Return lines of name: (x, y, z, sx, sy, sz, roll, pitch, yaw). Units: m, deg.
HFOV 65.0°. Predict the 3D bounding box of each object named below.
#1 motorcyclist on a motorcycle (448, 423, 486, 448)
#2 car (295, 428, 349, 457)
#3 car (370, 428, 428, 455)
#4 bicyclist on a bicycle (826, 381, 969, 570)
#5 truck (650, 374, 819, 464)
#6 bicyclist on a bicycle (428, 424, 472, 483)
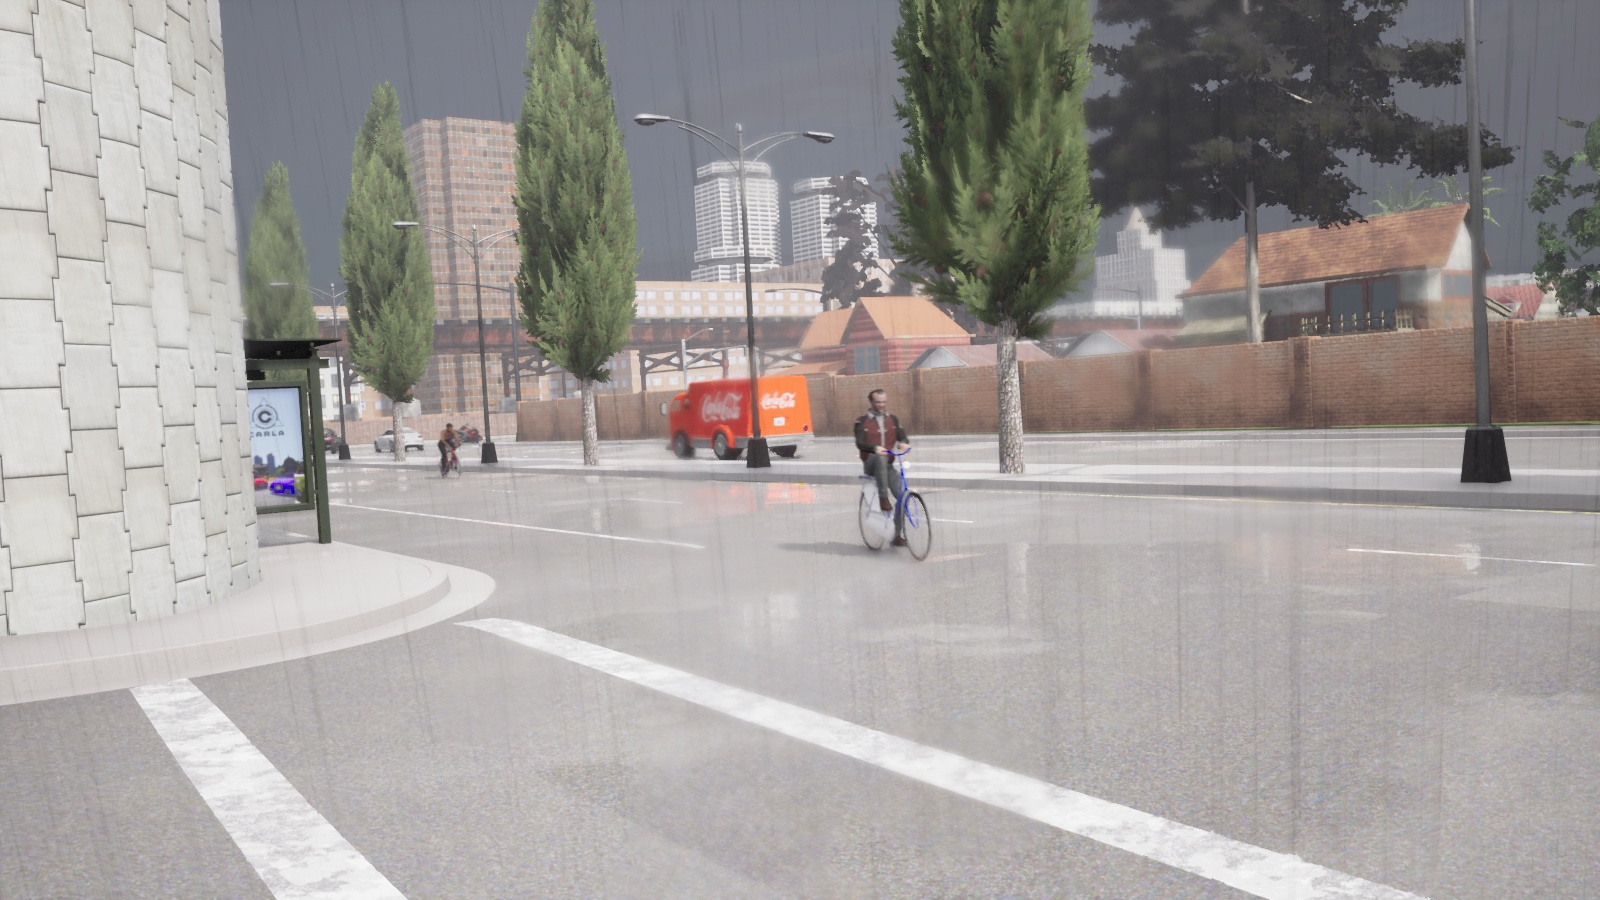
motorcyclist on a motorcycle: (-22.742, -0.985, 85.783, 2.191, 1.530, 0.866, -5, 3, -37)
car: (-30.775, -0.513, 80.969, 2.242, 1.667, 4.611, -4, 2, -9)
car: (-23.983, -0.507, 75.015, 1.812, 1.442, 4.674, -5, 3, -36)
bicyclist on a bicycle: (0.967, 0.236, 12.988, 0.659, 1.776, 1.843, -5, 2, -20)
truck: (-2.096, -0.922, 38.606, 2.627, 2.467, 5.204, -5, 3, -36)
bicyclist on a bicycle: (-10.060, 0.091, 36.056, 0.582, 1.620, 1.656, -5, 3, -36)
